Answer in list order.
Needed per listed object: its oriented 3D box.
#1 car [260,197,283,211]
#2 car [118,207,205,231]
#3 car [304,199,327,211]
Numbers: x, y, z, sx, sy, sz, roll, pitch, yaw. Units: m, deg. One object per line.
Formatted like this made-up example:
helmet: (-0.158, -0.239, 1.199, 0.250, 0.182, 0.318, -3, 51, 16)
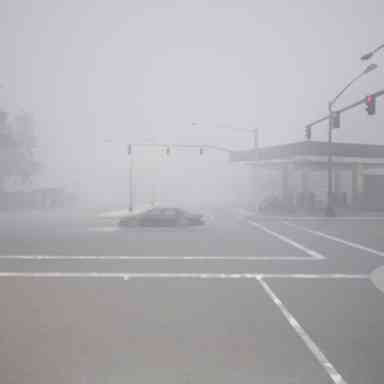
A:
car: (9.829, 1.480, 41.293, 2.242, 1.667, 4.611, 0, 0, 1)
car: (-1.855, 1.642, 20.950, 5.357, 1.411, 2.033, 0, 0, 1)
car: (15.576, 1.643, 42.038, 1.970, 1.475, 3.806, 0, 0, 1)
